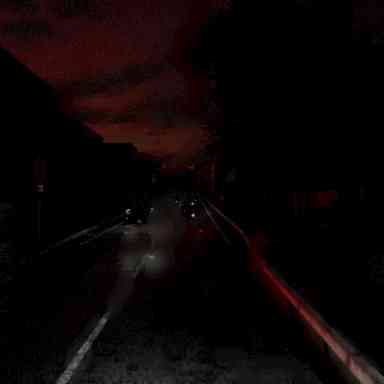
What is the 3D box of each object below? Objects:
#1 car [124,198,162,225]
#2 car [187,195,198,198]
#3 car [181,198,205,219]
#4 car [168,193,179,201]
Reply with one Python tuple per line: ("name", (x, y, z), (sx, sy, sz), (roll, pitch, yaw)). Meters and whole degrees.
("car", (-3.288, 1.232, 23.035), (2.097, 1.767, 4.553), (0, 1, 0))
("car", (0.060, 1.150, 42.892), (1.837, 1.490, 4.892), (0, 1, 0))
("car", (0.084, 1.430, 27.424), (1.895, 1.301, 4.718), (0, 1, 0))
("car", (-3.528, 0.924, 64.514), (2.128, 1.511, 4.902), (0, 1, 0))
